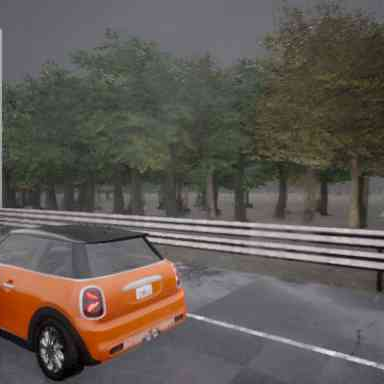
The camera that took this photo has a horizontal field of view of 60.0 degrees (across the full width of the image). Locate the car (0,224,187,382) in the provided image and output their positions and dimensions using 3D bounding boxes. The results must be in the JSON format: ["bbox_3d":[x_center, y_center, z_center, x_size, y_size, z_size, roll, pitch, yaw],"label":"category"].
[{"bbox_3d":[-2.370,1.345,5.683,4.553,1.767,2.097,0,0,35],"label":"car"}]
